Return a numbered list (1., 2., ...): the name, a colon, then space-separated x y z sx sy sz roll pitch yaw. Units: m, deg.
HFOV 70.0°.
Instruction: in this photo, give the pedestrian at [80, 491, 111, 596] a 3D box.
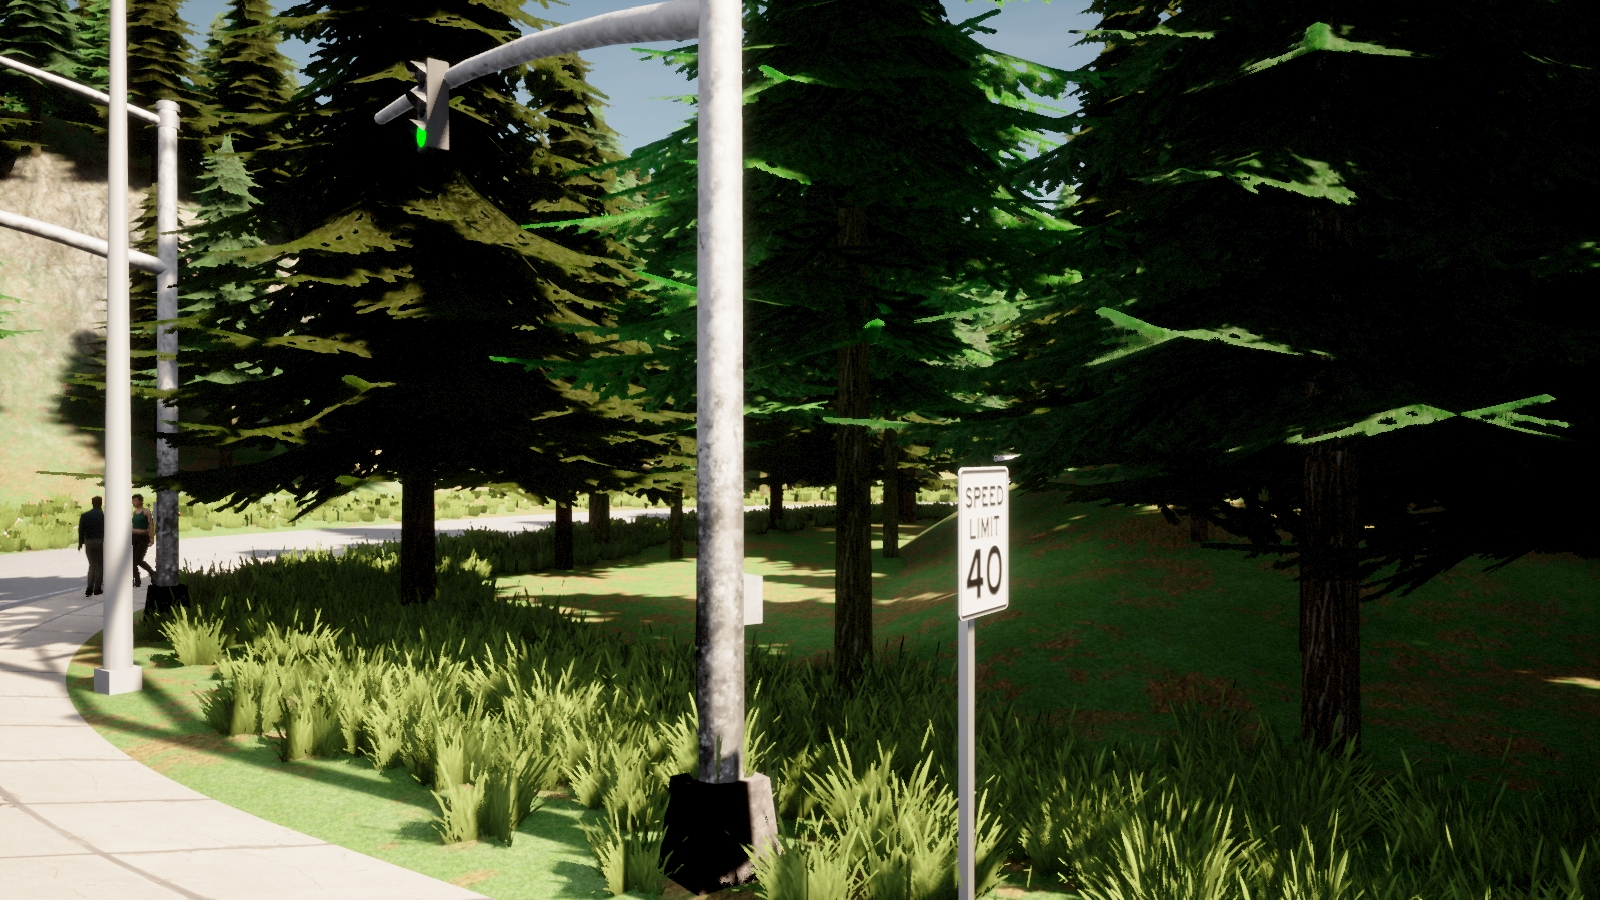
1. pedestrian: -12.672 1.668 20.559 0.375 1.860 0.375 0 0 -15
